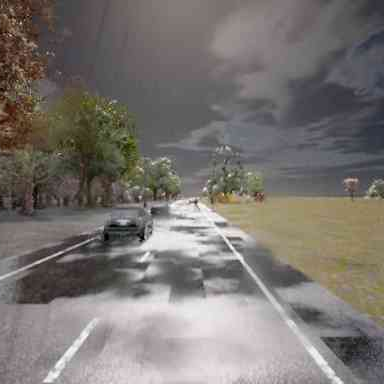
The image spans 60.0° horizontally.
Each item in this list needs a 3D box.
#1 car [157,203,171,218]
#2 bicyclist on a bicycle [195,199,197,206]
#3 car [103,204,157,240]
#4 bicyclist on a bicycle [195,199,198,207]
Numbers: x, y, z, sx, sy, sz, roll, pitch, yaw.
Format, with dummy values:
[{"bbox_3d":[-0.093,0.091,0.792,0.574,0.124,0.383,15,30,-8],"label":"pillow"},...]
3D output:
[{"bbox_3d":[-3.394,1.963,36.543,1.882,1.535,5.008,0,-1,0],"label":"car"},{"bbox_3d":[0.979,2.535,81.526,0.582,1.620,1.656,0,-1,0],"label":"bicyclist on a bicycle"},{"bbox_3d":[-3.397,1.600,18.574,2.097,1.767,4.553,0,-1,0],"label":"car"},{"bbox_3d":[0.976,2.333,72.523,0.659,1.776,1.843,0,-1,0],"label":"bicyclist on a bicycle"}]
